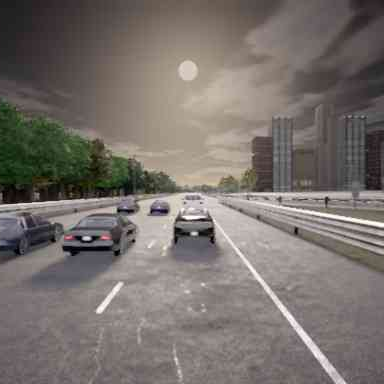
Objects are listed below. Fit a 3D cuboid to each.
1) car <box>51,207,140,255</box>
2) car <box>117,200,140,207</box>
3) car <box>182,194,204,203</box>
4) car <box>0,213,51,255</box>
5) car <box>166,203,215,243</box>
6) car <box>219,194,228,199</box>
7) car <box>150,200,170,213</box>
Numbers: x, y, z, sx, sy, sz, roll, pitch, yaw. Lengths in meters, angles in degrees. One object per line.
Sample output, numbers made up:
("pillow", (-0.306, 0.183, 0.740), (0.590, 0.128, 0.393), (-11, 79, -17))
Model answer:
("car", (-3.404, 1.550, 13.263), (2.033, 1.411, 5.357), (0, 0, 0))
("car", (-6.912, 1.556, 36.375), (1.994, 1.385, 4.181), (0, 0, 0))
("car", (0.088, 1.215, 34.853), (2.150, 2.045, 5.566), (0, 0, 0))
("car", (-6.904, 1.550, 13.226), (2.033, 1.411, 5.357), (0, 0, 0))
("car", (0.093, 1.495, 16.111), (2.128, 1.511, 4.902), (0, 0, 0))
("car", (7.788, 1.333, 85.585), (2.163, 1.488, 4.792), (0, 0, -11))
("car", (-3.414, 1.556, 36.281), (1.994, 1.385, 4.181), (0, 0, 0))
